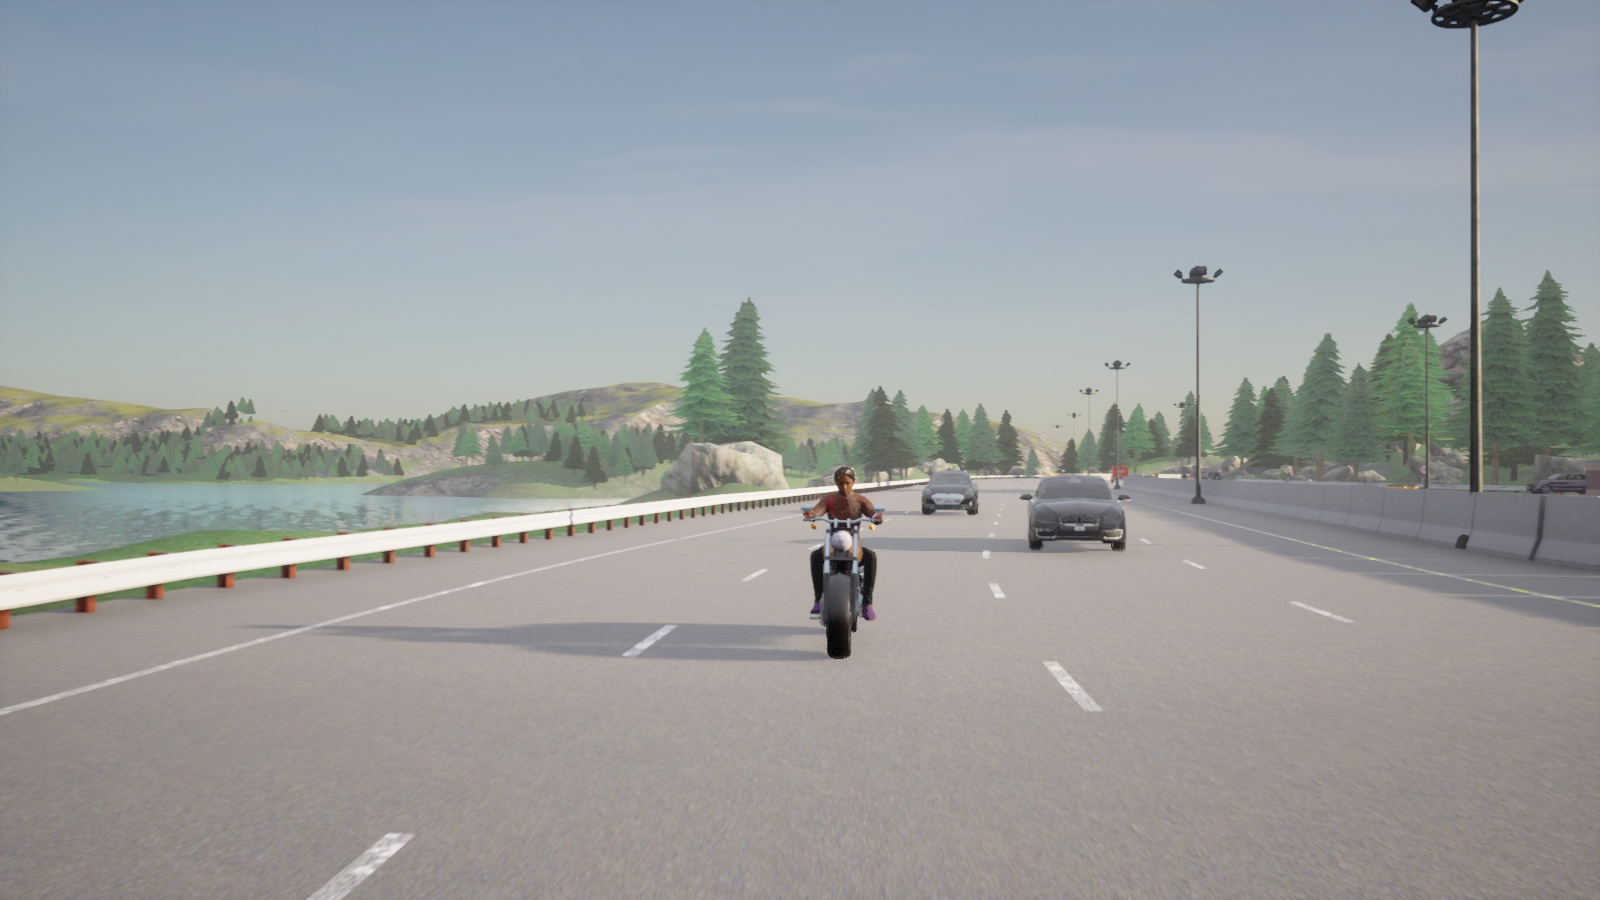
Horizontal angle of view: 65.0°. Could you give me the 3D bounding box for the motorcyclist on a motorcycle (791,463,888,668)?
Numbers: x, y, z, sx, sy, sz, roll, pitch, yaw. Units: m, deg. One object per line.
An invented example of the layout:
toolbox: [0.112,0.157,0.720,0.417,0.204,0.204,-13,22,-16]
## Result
motorcyclist on a motorcycle: [0.399,0.953,11.316,0.766,1.649,2.350,0,-1,4]

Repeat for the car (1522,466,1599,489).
car: [50.121,1.830,82.523,4.193,1.474,1.816,0,-1,10]

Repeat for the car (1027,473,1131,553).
car: [5.711,1.237,26.173,1.837,1.490,4.892,0,-1,9]

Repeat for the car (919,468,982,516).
car: [5.561,1.495,46.047,2.033,1.649,4.856,0,-1,10]
